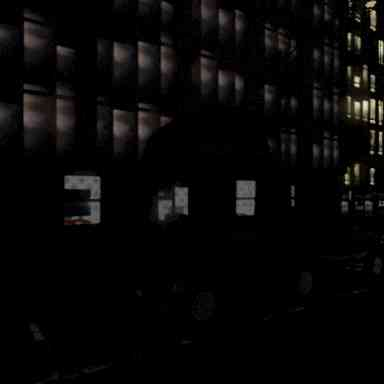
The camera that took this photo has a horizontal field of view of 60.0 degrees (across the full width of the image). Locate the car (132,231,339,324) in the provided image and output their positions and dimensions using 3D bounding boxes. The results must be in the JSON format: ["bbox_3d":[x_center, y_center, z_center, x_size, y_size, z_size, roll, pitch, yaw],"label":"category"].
[{"bbox_3d":[0.935,1.571,7.152,4.507,1.381,1.887,1,-1,-34],"label":"car"}]

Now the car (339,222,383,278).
[{"bbox_3d":[5.623,1.640,10.364,4.403,1.369,2.008,1,-1,-34],"label":"car"}]
